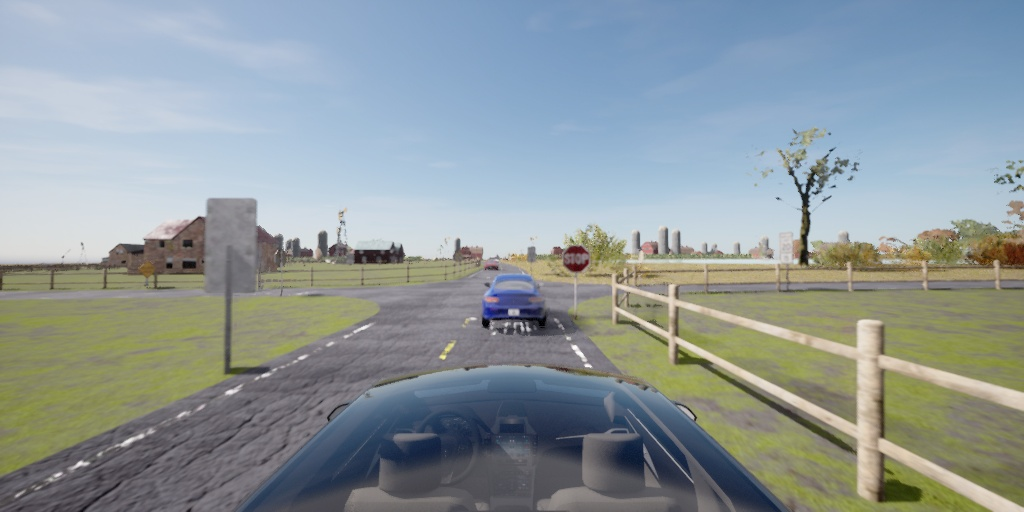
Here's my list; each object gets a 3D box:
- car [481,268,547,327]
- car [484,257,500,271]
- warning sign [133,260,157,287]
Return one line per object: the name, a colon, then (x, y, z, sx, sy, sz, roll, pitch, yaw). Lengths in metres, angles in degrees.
car: (0.064, 1.278, 11.457, 1.812, 1.442, 4.674, 0, 0, 0)
car: (-2.924, 1.269, 50.869, 1.882, 1.535, 5.008, 0, 0, -1)
warning sign: (-25.780, 1.233, 25.300, 1.060, 1.860, 1.300, 0, 0, -1)
